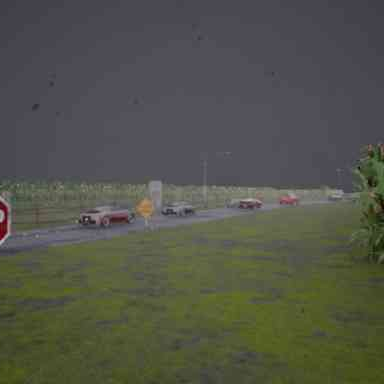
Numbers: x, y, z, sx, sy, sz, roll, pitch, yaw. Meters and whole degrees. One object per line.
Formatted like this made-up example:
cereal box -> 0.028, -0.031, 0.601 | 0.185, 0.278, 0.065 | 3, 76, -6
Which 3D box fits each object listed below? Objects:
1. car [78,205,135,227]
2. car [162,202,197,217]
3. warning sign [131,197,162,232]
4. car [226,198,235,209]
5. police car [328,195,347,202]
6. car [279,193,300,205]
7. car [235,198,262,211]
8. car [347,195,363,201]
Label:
car -> -5.950, 1.627, 23.575 | 1.994, 1.385, 4.181 | 0, 0, 29
car -> -1.160, 1.623, 32.376 | 1.994, 1.385, 4.181 | 0, 0, 28
warning sign -> -2.557, 1.202, 18.697 | 1.300, 1.860, 1.060 | 0, 0, 30
car -> 6.432, 1.559, 46.813 | 1.837, 1.490, 4.892 | 0, 0, 29
police car -> 33.609, 1.454, 77.604 | 1.930, 1.638, 5.238 | 0, 0, 45
car -> 17.279, 1.278, 58.896 | 2.150, 2.045, 5.566 | 0, 0, 35
car -> 7.669, 1.543, 43.016 | 1.882, 1.535, 5.008 | 0, 0, 28
car -> 40.673, 1.515, 84.307 | 4.892, 1.490, 1.837 | 0, 0, -42
